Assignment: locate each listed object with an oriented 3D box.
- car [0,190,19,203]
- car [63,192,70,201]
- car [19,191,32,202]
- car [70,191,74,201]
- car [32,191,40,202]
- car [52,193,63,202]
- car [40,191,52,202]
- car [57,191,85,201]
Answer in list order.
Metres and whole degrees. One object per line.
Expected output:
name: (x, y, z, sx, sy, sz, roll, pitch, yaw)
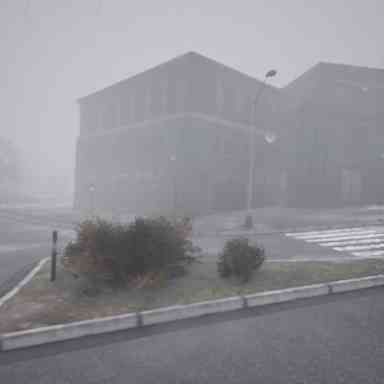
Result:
car: (-31.907, 0.623, 53.868, 5.566, 2.045, 2.435, 2, 0, -7)
car: (-28.318, 0.969, 68.316, 4.553, 1.767, 2.185, 2, 0, -6)
car: (-31.167, 0.678, 56.777, 5.566, 2.045, 2.435, 2, -1, -7)
car: (-27.639, 1.141, 71.186, 4.792, 1.488, 2.163, 1, 0, -6)
car: (-30.535, 0.855, 59.653, 4.553, 1.767, 2.185, 2, -1, -7)
car: (-29.048, 0.816, 65.438, 5.566, 2.045, 2.435, 2, -1, -6)
car: (-29.987, 1.020, 62.510, 5.366, 1.575, 1.946, 2, 0, -6)
car: (-26.876, 0.868, 74.062, 5.566, 2.045, 2.435, 1, 1, -5)
